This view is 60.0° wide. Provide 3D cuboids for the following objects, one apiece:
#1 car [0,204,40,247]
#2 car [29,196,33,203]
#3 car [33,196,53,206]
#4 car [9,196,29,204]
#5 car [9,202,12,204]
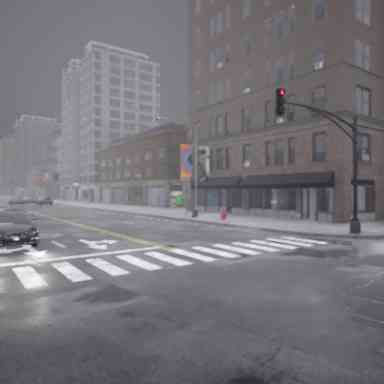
[{"bbox_3d":[-7.878,1.484,14.270,1.837,1.490,4.892,0,0,-35],"label":"car"},{"bbox_3d":[-29.489,1.463,61.152,1.994,1.385,4.181,0,0,-36],"label":"car"},{"bbox_3d":[-23.403,1.420,52.737,1.837,1.490,4.892,0,0,-36],"label":"car"},{"bbox_3d":[-28.652,1.457,54.466,2.033,1.411,5.357,0,0,-36],"label":"car"},{"bbox_3d":[-13.242,1.491,21.710,1.812,1.442,4.674,0,0,-36],"label":"car"}]
